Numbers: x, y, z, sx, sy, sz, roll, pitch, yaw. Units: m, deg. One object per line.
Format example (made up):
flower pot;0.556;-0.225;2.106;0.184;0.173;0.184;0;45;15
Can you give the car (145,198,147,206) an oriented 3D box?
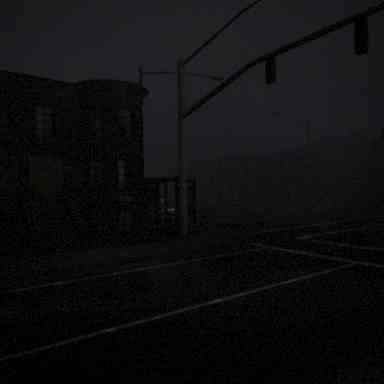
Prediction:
car;-6.702;1.035;38.047;2.097;1.767;4.553;-1;1;-35

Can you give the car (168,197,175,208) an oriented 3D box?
car;-3.801;0.969;40.005;2.097;1.767;4.553;-1;1;-35
